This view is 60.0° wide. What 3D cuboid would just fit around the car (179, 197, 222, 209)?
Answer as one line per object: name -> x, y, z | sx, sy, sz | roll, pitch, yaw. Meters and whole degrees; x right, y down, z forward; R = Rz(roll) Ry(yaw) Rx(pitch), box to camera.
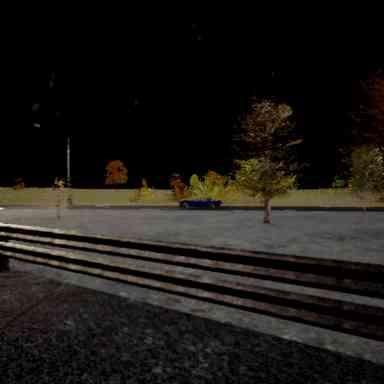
car -> 0.948, 1.233, 37.313 | 4.718, 1.301, 1.895 | 0, 0, 12
